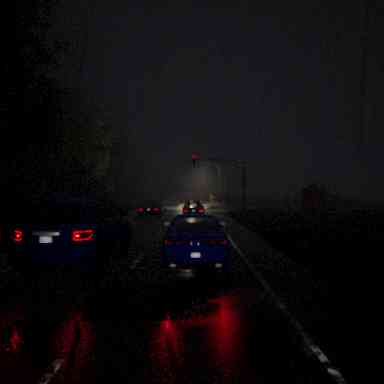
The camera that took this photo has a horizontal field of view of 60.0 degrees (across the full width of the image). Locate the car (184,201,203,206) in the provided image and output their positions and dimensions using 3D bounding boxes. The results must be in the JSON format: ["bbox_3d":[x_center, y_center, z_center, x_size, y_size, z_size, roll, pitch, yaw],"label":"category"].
[{"bbox_3d":[0.105,1.430,26.909,2.033,1.411,5.357,0,0,0],"label":"car"}]

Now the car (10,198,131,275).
[{"bbox_3d":[-3.402,1.179,10.425,2.150,2.045,5.566,0,1,0],"label":"car"}]

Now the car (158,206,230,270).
[{"bbox_3d":[0.097,1.431,10.879,1.882,1.535,5.008,0,0,0],"label":"car"}]

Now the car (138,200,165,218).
[{"bbox_3d":[-3.399,1.424,28.508,2.033,1.411,5.357,0,0,0],"label":"car"}]
